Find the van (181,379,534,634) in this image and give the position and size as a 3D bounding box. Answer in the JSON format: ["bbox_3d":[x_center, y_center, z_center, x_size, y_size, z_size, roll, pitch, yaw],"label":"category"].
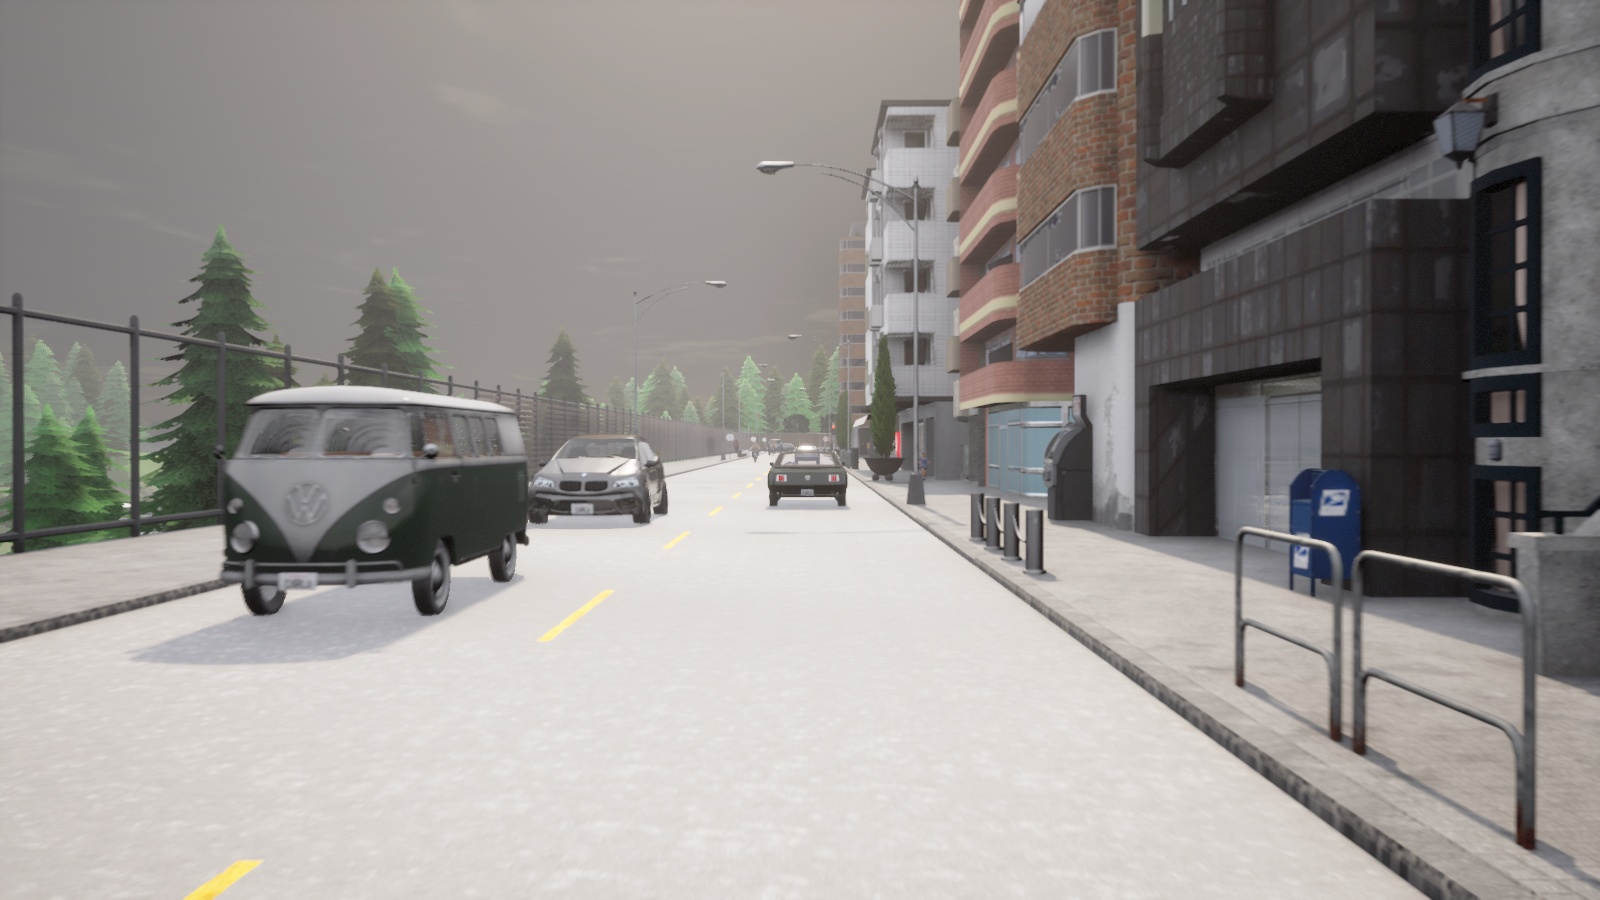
[{"bbox_3d":[-3.916,0.428,11.995,1.775,1.987,4.442,0,0,0],"label":"van"}]

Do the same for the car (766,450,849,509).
[{"bbox_3d":[0.186,0.673,30.832,1.895,1.301,4.718,0,0,0],"label":"car"}]

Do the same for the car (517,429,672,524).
[{"bbox_3d":[-3.848,0.450,24.417,2.242,1.667,4.611,0,0,0],"label":"car"}]
